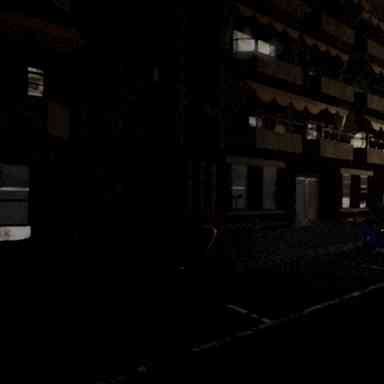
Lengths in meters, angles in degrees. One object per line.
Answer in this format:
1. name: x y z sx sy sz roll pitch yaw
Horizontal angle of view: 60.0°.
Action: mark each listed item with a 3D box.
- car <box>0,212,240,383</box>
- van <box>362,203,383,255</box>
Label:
1. car: -1.489 1.305 5.006 5.009 1.841 2.192 -1 2 -36
2. van: 7.498 1.248 11.450 3.998 1.788 1.690 -1 2 -36
